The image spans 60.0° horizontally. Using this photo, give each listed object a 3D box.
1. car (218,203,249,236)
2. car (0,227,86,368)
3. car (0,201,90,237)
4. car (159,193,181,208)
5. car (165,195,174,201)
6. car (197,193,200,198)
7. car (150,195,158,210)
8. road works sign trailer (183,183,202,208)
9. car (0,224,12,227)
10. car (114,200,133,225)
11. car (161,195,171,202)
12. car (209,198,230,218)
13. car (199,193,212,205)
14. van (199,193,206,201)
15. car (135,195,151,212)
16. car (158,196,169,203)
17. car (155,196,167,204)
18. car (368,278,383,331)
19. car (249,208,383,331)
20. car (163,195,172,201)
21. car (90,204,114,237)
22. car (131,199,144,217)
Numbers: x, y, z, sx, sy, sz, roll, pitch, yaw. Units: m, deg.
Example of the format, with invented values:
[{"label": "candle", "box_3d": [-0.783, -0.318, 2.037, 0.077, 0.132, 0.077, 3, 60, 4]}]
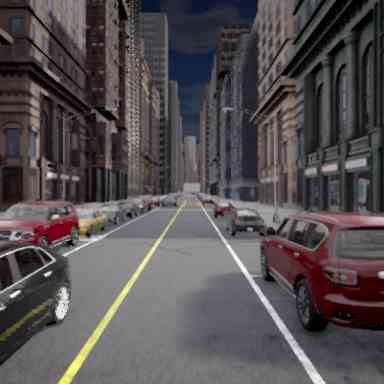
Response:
[{"label": "car", "box_3d": [2.758, 1.534, 17.979, 2.008, 1.369, 4.403, 0, 0, 0]}, {"label": "car", "box_3d": [-3.101, 1.500, 4.252, 1.837, 1.490, 4.892, 0, 0, 0]}, {"label": "car", "box_3d": [-5.763, 1.303, 12.368, 2.192, 1.841, 5.009, 0, 0, 0]}, {"label": "car", "box_3d": [-3.103, 1.309, 47.544, 2.097, 1.767, 4.553, 0, 0, 0]}, {"label": "car", "box_3d": [-5.798, 1.473, 85.192, 1.887, 1.381, 4.507, 0, 0, 0]}, {"label": "car", "box_3d": [2.732, 1.482, 74.001, 1.887, 1.381, 4.507, 0, 0, 0]}, {"label": "car", "box_3d": [-5.776, 1.278, 40.377, 2.192, 1.841, 5.009, 0, 0, 0]}, {"label": "road works sign trailer", "box_3d": [-0.020, 0.423, 45.872, 2.380, 3.560, 2.880, 0, 0, 0]}, {"label": "car", "box_3d": [-5.762, 1.575, 6.767, 1.802, 1.307, 4.206, 0, 0, 0]}, {"label": "car", "box_3d": [-5.770, 1.529, 23.572, 2.008, 1.369, 4.403, 0, 0, 0]}, {"label": "car", "box_3d": [-5.792, 1.377, 73.988, 1.967, 1.590, 4.097, 0, 0, 0]}, {"label": "car", "box_3d": [2.753, 1.518, 29.184, 1.887, 1.381, 4.507, 0, 0, 0]}, {"label": "car", "box_3d": [2.741, 1.390, 57.194, 1.967, 1.590, 4.097, 0, 0, 0]}, {"label": "van", "box_3d": [2.728, 1.270, 85.204, 1.690, 1.788, 3.998, 0, 0, 0]}, {"label": "car", "box_3d": [-5.774, 1.408, 34.776, 1.967, 1.590, 4.097, 0, 0, 0]}, {"label": "car", "box_3d": [-5.790, 1.466, 68.217, 1.752, 1.417, 4.829, 0, 0, 0]}, {"label": "car", "box_3d": [-5.788, 1.527, 62.784, 1.802, 1.307, 4.206, 0, 0, 0]}, {"label": "car", "box_3d": [2.766, 1.565, 1.173, 1.947, 1.339, 4.313, 0, 0, 0]}, {"label": "car", "box_3d": [2.764, 1.309, 6.774, 2.192, 1.841, 5.009, 0, 0, 0]}, {"label": "car", "box_3d": [-5.795, 1.477, 79.590, 1.887, 1.381, 4.507, 0, 0, 0]}, {"label": "car", "box_3d": [-5.767, 1.508, 17.801, 1.752, 1.417, 4.829, 0, 0, 0]}, {"label": "car", "box_3d": [-5.772, 1.539, 29.174, 1.947, 1.339, 4.313, 0, 0, 0]}]
